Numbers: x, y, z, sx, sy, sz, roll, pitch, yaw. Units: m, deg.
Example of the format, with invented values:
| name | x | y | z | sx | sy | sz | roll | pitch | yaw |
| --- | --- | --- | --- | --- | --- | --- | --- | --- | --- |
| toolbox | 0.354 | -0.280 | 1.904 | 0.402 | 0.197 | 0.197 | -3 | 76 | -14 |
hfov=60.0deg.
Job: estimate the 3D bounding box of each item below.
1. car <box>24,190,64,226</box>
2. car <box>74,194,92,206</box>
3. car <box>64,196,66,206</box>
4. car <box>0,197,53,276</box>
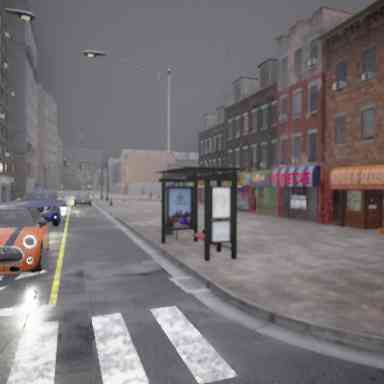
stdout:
| name | x | y | z | sx | sy | sz | roll | pitch | yaw |
| --- | --- | --- | --- | --- | --- | --- | --- | --- | --- |
| car | -9.211 | 0.915 | 20.340 | 2.150 | 2.045 | 5.566 | 0 | 1 | -20 |
| car | -13.211 | 0.965 | 40.226 | 1.994 | 1.385 | 4.181 | 0 | 1 | -19 |
| car | -16.030 | 0.999 | 39.666 | 1.895 | 1.301 | 4.718 | 0 | 1 | -19 |
| car | -5.431 | 1.207 | 9.796 | 2.097 | 1.767 | 4.553 | 0 | 1 | -20 |
